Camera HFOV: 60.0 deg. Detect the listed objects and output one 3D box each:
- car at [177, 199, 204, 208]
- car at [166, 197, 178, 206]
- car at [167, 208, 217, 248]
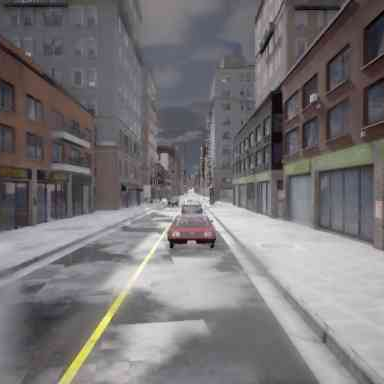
[{"bbox_3d":[0.001,1.485,29.651,2.128,1.511,4.902,0,0,0],"label":"car"},{"bbox_3d":[-2.999,1.528,53.651,1.837,1.490,4.892,0,0,0],"label":"car"},{"bbox_3d":[0.000,1.612,14.681,1.895,1.301,4.718,0,0,0],"label":"car"}]
